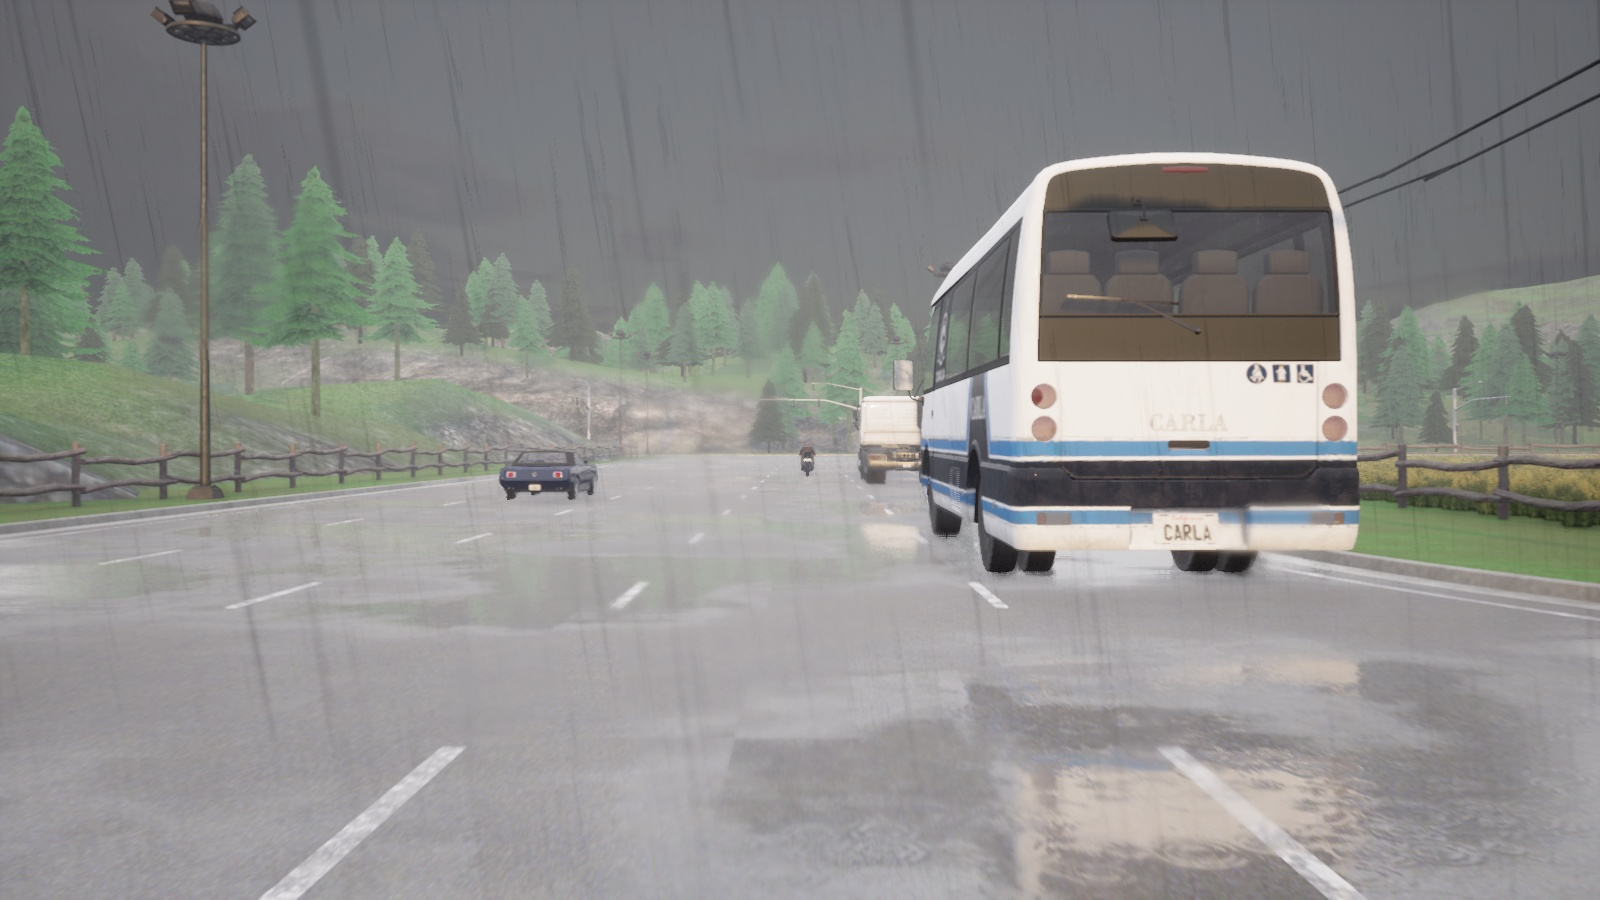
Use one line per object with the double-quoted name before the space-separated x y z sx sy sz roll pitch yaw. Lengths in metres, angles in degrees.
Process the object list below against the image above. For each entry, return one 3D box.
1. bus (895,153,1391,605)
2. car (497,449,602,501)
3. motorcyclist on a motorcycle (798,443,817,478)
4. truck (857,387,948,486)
"bus" 3.609 -0.723 16.974 3.944 4.253 10.273 0 1 0
"car" -6.790 0.647 34.527 1.895 1.301 4.718 0 0 0
"motorcyclist on a motorcycle" 0.337 0.460 57.052 0.866 1.530 2.191 0 0 0
"truck" 3.788 -0.504 48.161 2.891 3.462 7.936 0 0 0
